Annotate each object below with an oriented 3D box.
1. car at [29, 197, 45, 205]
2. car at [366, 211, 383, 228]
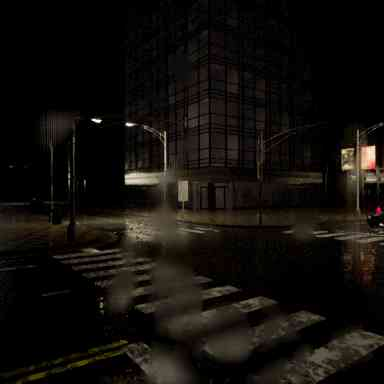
[{"bbox_3d":[-28.678,1.689,61.458,2.033,1.411,5.357,0,0,-36],"label":"car"},{"bbox_3d":[12.949,1.605,20.809,4.718,1.301,1.895,0,0,-35],"label":"car"}]
